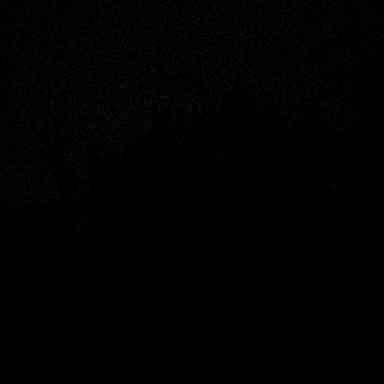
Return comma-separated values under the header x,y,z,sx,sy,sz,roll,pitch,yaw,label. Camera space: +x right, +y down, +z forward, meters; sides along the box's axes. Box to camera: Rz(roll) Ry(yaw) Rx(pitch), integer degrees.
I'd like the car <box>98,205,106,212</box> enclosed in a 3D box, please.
x,y,z,sx,sy,sz,roll,pitch,yaw,label
-14.536,2.595,55.505,1.994,1.385,4.181,3,0,36,car
